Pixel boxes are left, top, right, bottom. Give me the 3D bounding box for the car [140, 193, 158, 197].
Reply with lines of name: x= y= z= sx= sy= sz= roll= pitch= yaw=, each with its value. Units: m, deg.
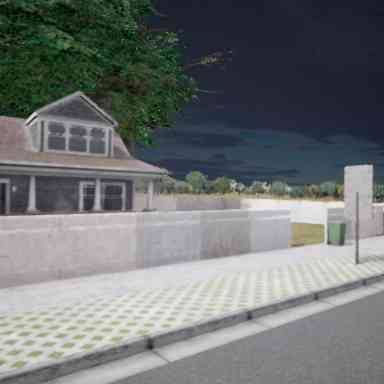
car: x=-8.050 y=0.955 z=61.595 sx=2.097 sy=1.767 sz=4.553 roll=1 pitch=0 yaw=-36
